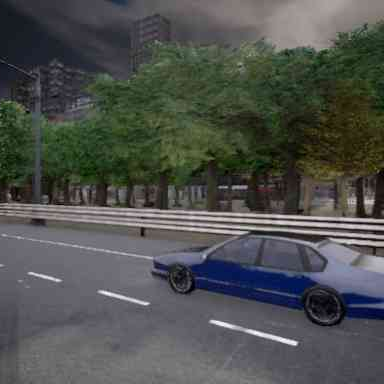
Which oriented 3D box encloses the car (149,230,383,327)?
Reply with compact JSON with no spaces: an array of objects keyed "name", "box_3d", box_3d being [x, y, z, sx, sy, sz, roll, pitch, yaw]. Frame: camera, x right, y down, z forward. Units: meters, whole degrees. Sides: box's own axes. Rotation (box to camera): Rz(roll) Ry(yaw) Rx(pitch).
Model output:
[{"name":"car","box_3d":[1.609,1.548,7.023,5.357,1.411,2.033,0,0,36]}]
